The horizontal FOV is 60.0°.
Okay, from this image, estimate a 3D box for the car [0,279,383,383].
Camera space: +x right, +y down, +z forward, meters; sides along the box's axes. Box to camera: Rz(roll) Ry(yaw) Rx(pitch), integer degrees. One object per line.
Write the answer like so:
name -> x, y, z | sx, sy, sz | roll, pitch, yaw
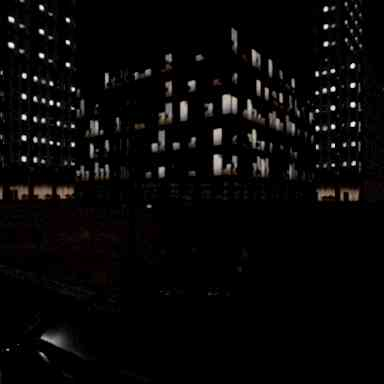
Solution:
car -> -0.427, 1.563, 3.225 | 4.313, 1.339, 1.947 | 1, -1, 37
